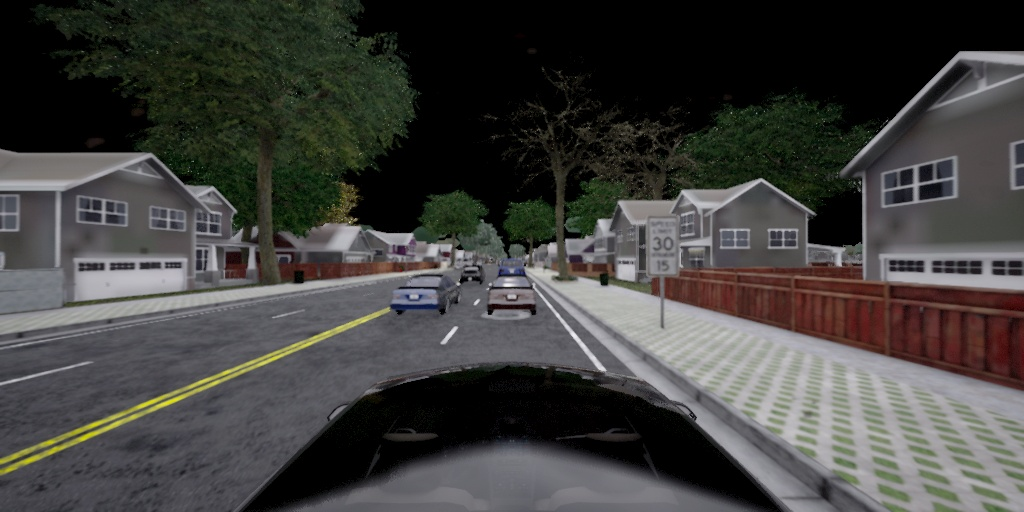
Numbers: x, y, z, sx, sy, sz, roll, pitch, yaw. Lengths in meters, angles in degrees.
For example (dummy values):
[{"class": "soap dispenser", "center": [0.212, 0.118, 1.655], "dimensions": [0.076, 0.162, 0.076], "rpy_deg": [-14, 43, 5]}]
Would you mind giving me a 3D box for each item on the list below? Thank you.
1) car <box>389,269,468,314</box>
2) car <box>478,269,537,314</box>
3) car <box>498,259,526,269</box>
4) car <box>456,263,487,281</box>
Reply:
[{"class": "car", "center": [-3.243, 1.421, 14.389], "dimensions": [2.033, 1.411, 5.357], "rpy_deg": [0, -1, 0]}, {"class": "car", "center": [0.005, 1.421, 14.381], "dimensions": [2.033, 1.411, 5.357], "rpy_deg": [0, -1, 0]}, {"class": "car", "center": [-0.003, 1.259, 29.419], "dimensions": [2.150, 2.045, 5.566], "rpy_deg": [0, 0, 0]}, {"class": "car", "center": [-3.240, 1.552, 30.355], "dimensions": [1.837, 1.490, 4.892], "rpy_deg": [0, 0, 1]}]
